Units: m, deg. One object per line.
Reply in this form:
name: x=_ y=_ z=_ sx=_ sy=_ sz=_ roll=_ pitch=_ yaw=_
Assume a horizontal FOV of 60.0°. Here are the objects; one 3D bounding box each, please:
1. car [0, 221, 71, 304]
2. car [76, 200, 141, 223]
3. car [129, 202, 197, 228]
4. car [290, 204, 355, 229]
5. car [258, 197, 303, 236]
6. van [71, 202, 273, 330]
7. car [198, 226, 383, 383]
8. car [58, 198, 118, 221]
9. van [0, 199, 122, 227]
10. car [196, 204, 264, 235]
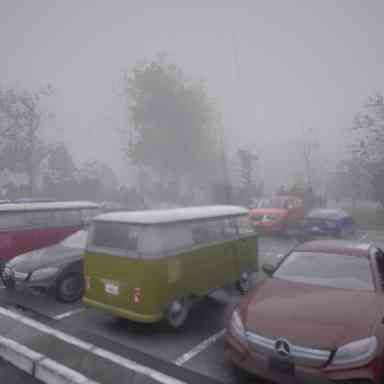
car: x=-2.328 y=1.590 z=8.682 sx=2.002 sy=1.452 sz=4.674 roll=0 pitch=0 yaw=35
car: x=-6.673 y=1.531 z=27.212 sx=2.097 sy=1.535 sz=5.008 roll=0 pitch=0 yaw=35
car: x=-1.966 y=1.540 z=23.871 sx=2.231 sy=1.521 sz=4.892 roll=0 pitch=0 yaw=35
car: x=7.133 y=1.550 z=17.372 sx=2.097 sy=1.535 sz=5.008 roll=0 pitch=0 yaw=35
car: x=4.811 y=1.298 z=18.999 sx=2.435 sy=2.045 sz=5.566 roll=0 pitch=0 yaw=35
van: x=-0.058 y=1.324 z=7.205 sx=1.878 sy=1.987 sz=4.442 roll=0 pitch=0 yaw=35
car: x=2.286 y=1.569 z=5.395 sx=2.002 sy=1.452 sz=4.674 roll=-1 pitch=-1 yaw=35
car: x=-8.886 y=1.402 z=28.757 sx=2.185 sy=1.767 sz=4.553 roll=0 pitch=0 yaw=35
van: x=-4.563 y=1.321 z=10.414 sx=1.878 sy=1.987 sz=4.442 roll=0 pitch=0 yaw=35
car: x=2.511 y=1.575 z=20.637 sx=2.163 sy=1.488 sz=4.792 roll=0 pitch=0 yaw=35
